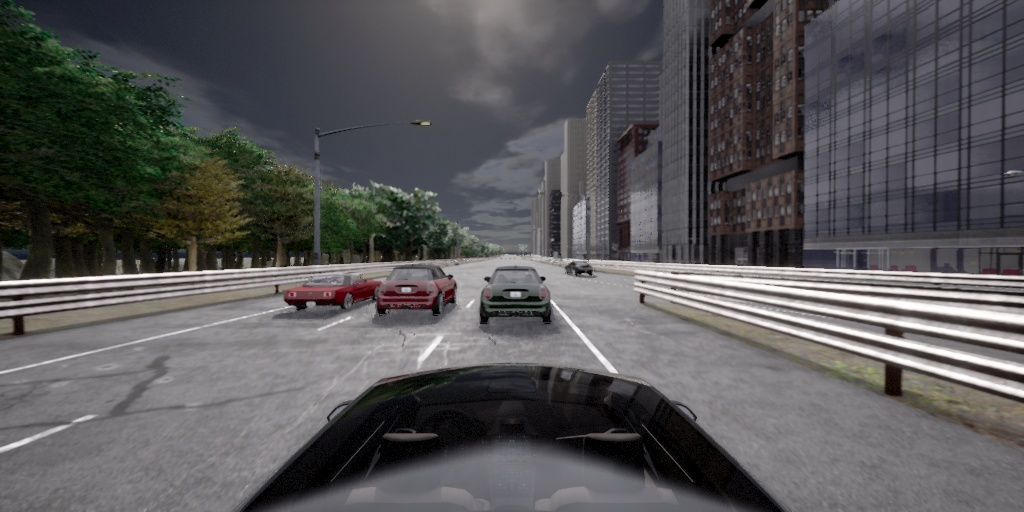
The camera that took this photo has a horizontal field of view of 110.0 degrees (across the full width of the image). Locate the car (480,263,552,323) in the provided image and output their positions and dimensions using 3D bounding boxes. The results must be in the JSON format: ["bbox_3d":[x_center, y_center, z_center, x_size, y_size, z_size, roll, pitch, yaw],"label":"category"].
[{"bbox_3d":[0.103,1.106,12.222,2.097,1.767,4.553,0,0,0],"label":"car"}]

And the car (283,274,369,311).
[{"bbox_3d":[-6.902,1.357,14.533,1.895,1.301,4.718,0,0,0],"label":"car"}]

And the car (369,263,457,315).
[{"bbox_3d":[-3.395,1.107,13.653,2.097,1.767,4.553,0,0,0],"label":"car"}]

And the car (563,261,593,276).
[{"bbox_3d":[6.875,1.304,37.601,1.837,1.490,4.892,0,0,-10],"label":"car"}]
